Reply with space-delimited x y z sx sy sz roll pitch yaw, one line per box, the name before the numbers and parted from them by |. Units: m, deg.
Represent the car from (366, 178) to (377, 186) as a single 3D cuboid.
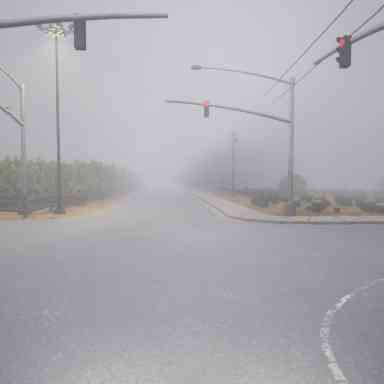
car | 42.111 -2.325 77.653 1.905 1.878 3.866 10 10 41
